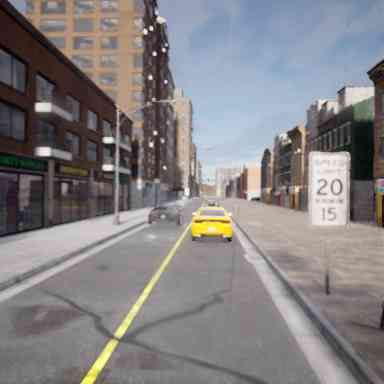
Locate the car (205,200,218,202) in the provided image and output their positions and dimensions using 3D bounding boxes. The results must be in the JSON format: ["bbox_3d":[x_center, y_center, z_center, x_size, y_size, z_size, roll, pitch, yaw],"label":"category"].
[{"bbox_3d":[2.493,1.656,42.562,1.895,1.301,4.718,1,0,3],"label":"car"}]

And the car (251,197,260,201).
[{"bbox_3d":[18.528,1.973,92.739,4.313,1.339,1.947,1,-1,3],"label":"car"}]

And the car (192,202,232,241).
[{"bbox_3d":[1.022,1.501,17.104,1.882,1.535,5.008,1,0,3],"label":"car"}]

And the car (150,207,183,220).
[{"bbox_3d":[-1.575,1.263,21.509,1.994,1.385,4.181,1,0,3],"label":"car"}]
